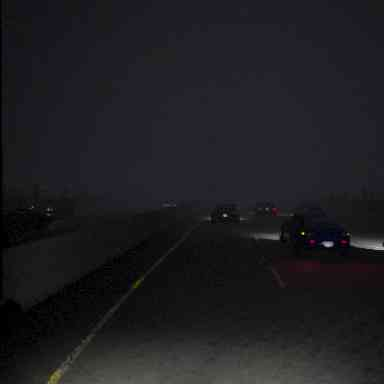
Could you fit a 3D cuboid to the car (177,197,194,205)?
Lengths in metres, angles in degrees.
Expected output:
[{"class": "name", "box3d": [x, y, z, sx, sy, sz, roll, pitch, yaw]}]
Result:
[{"class": "car", "box3d": [-0.787, 1.581, 56.989, 1.895, 1.301, 4.718, 0, -1, 7]}]

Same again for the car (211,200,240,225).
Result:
[{"class": "car", "box3d": [2.439, 1.533, 24.129, 1.994, 1.385, 4.181, 0, 0, 7]}]

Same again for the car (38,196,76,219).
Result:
[{"class": "car", "box3d": [-11.455, 1.274, 27.544, 2.097, 1.767, 4.553, 0, 0, 7]}]

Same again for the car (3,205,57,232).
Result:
[{"class": "car", "box3d": [-9.188, 1.546, 17.103, 1.895, 1.301, 4.718, 0, 0, 7]}]

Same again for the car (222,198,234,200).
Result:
[{"class": "car", "box3d": [4.615, 1.450, 42.384, 2.163, 1.488, 4.792, 0, 0, 7]}]

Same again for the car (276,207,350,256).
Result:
[{"class": "car", "box3d": [4.677, 1.519, 13.075, 1.812, 1.442, 4.674, 0, 0, 6]}]

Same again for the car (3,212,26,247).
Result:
[{"class": "car", "box3d": [-6.596, 1.458, 8.163, 2.128, 1.511, 4.902, 0, 0, 5]}]

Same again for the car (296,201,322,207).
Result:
[{"class": "car", "box3d": [9.978, 1.510, 28.286, 1.812, 1.442, 4.674, 0, 0, 7]}]

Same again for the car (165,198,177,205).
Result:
[{"class": "car", "box3d": [-3.753, 1.713, 61.645, 1.994, 1.385, 4.181, 0, -2, 7]}]

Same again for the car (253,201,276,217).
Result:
[{"class": "car", "box3d": [6.783, 1.518, 31.055, 2.033, 1.411, 5.357, 0, 0, 7]}]
